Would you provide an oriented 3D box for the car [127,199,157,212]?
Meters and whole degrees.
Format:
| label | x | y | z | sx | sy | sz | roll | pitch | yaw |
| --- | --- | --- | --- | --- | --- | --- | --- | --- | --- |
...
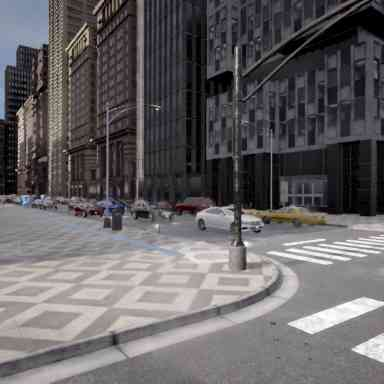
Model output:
| label | x | y | z | sx | sy | sz | roll | pitch | yaw |
| --- | --- | --- | --- | --- | --- | --- | --- | --- | --- |
| car | -6.246 | 1.638 | 41.130 | 1.752 | 1.417 | 4.829 | 0 | 0 | -35 |

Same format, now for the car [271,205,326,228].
| label | x | y | z | sx | sy | sz | roll | pitch | yaw |
| --- | --- | --- | --- | --- | --- | --- | --- | --- | --- |
| car | 6.692 | 1.578 | 22.836 | 1.752 | 1.417 | 4.829 | 0 | 0 | -35 |

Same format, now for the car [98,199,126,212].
| label | x | y | z | sx | sy | sz | roll | pitch | yaw |
| --- | --- | --- | --- | --- | --- | --- | --- | --- | --- |
| car | -10.231 | 1.617 | 42.158 | 1.837 | 1.490 | 4.892 | 0 | 0 | -35 |

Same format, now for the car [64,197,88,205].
| label | x | y | z | sx | sy | sz | roll | pitch | yaw |
| --- | --- | --- | --- | --- | --- | --- | --- | --- | --- |
| car | -14.392 | 1.672 | 42.562 | 1.994 | 1.385 | 4.181 | 0 | 0 | -37 |

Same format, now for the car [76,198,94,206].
| label | x | y | z | sx | sy | sz | roll | pitch | yaw |
| --- | --- | --- | --- | --- | --- | --- | --- | --- | --- |
| car | -19.086 | 1.758 | 59.285 | 1.802 | 1.307 | 4.206 | 0 | 0 | -35 |

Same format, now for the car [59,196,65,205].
| label | x | y | z | sx | sy | sz | roll | pitch | yaw |
| --- | --- | --- | --- | --- | --- | --- | --- | --- | --- |
| car | -23.473 | 1.778 | 60.879 | 1.895 | 1.301 | 4.718 | 0 | 0 | -36 |

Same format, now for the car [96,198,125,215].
| label | x | y | z | sx | sy | sz | roll | pitch | yaw |
| --- | --- | --- | --- | --- | --- | --- | --- | --- | --- |
| car | -8.705 | 1.559 | 34.473 | 1.882 | 1.535 | 5.008 | 0 | 0 | -35 |

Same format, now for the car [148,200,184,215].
| label | x | y | z | sx | sy | sz | roll | pitch | yaw |
| --- | --- | --- | --- | --- | --- | --- | --- | --- | --- |
| car | -2.913 | 1.642 | 36.417 | 1.887 | 1.381 | 4.507 | 0 | 0 | -35 |

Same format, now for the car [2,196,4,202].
| label | x | y | z | sx | sy | sz | roll | pitch | yaw |
| --- | --- | --- | --- | --- | --- | --- | --- | --- | --- |
| car | -42.211 | 1.812 | 77.219 | 1.802 | 1.307 | 4.206 | 0 | 0 | -35 |

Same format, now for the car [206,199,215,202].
| label | x | y | z | sx | sy | sz | roll | pitch | yaw |
| --- | --- | --- | --- | --- | --- | --- | --- | --- | --- |
| car | 3.457 | 1.593 | 27.409 | 1.752 | 1.417 | 4.829 | 0 | 0 | -35 |

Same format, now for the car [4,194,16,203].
| label | x | y | z | sx | sy | sz | roll | pitch | yaw |
| --- | --- | --- | --- | --- | --- | --- | --- | --- | --- |
| car | -38.976 | 1.527 | 72.646 | 2.192 | 1.841 | 5.009 | 0 | 0 | -35 |

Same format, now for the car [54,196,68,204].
| label | x | y | z | sx | sy | sz | roll | pitch | yaw |
| --- | --- | --- | --- | --- | --- | --- | --- | --- | --- |
| car | -28.789 | 1.666 | 73.006 | 1.967 | 1.590 | 4.097 | 0 | 0 | -35 |

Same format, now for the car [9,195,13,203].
| label | x | y | z | sx | sy | sz | roll | pitch | yaw |
| --- | --- | --- | --- | --- | --- | --- | --- | --- | --- |
| car | -35.741 | 1.777 | 68.071 | 1.802 | 1.307 | 4.206 | 0 | 0 | -35 |

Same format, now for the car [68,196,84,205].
| label | x | y | z | sx | sy | sz | roll | pitch | yaw |
| --- | --- | --- | --- | --- | --- | --- | --- | --- | --- |
| car | -22.320 | 1.633 | 63.859 | 1.967 | 1.590 | 4.097 | 0 | 0 | -35 |

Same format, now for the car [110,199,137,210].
| label | x | y | z | sx | sy | sz | roll | pitch | yaw |
| --- | --- | --- | --- | --- | --- | --- | --- | --- | --- |
| car | -9.383 | 1.679 | 45.565 | 2.008 | 1.369 | 4.403 | 0 | 0 | -35 |

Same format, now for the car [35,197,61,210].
| label | x | y | z | sx | sy | sz | roll | pitch | yaw |
| --- | --- | --- | --- | --- | --- | --- | --- | --- | --- |
| car | -19.568 | 1.695 | 45.202 | 1.802 | 1.307 | 4.206 | 0 | 0 | -35 |

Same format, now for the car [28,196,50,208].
| label | x | y | z | sx | sy | sz | roll | pitch | yaw |
| --- | --- | --- | --- | --- | --- | --- | --- | --- | --- |
| car | -22.802 | 1.711 | 49.775 | 1.802 | 1.307 | 4.206 | 0 | 0 | -35 |

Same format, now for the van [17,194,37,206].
| label | x | y | z | sx | sy | sz | roll | pitch | yaw |
| --- | --- | --- | --- | --- | --- | --- | --- | --- | --- |
| van | -29.272 | 1.503 | 58.924 | 1.690 | 1.788 | 3.998 | 0 | 0 | -35 |

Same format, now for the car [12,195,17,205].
| label | x | y | z | sx | sy | sz | roll | pitch | yaw |
| --- | --- | --- | --- | --- | --- | --- | --- | --- | --- |
| car | -32.408 | 1.703 | 63.359 | 1.752 | 1.417 | 4.829 | 0 | 0 | -35 |

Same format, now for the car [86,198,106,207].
| label | x | y | z | sx | sy | sz | roll | pitch | yaw |
| --- | --- | --- | --- | --- | --- | --- | --- | --- | --- |
| car | -15.851 | 1.726 | 54.712 | 1.947 | 1.339 | 4.313 | 0 | 0 | -35 |

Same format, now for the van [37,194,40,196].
| label | x | y | z | sx | sy | sz | roll | pitch | yaw |
| --- | --- | --- | --- | --- | --- | --- | --- | --- | --- |
| van | -38.494 | 1.619 | 86.727 | 1.690 | 1.788 | 3.998 | 0 | 0 | -35 |

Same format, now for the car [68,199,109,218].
| label | x | y | z | sx | sy | sz | roll | pitch | yaw |
| --- | --- | --- | --- | --- | --- | --- | --- | --- | --- |
| car | -9.864 | 1.611 | 31.481 | 1.887 | 1.381 | 4.507 | 0 | 0 | -35 |

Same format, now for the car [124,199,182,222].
| label | x | y | z | sx | sy | sz | roll | pitch | yaw |
| --- | --- | --- | --- | --- | --- | --- | --- | --- | --- |
| car | -3.262 | 1.547 | 26.764 | 2.128 | 1.511 | 4.902 | 0 | 0 | -35 |

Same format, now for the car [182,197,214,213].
| label | x | y | z | sx | sy | sz | roll | pitch | yaw |
| --- | --- | --- | --- | --- | --- | --- | --- | --- | --- |
| car | 0.321 | 1.397 | 31.844 | 2.192 | 1.841 | 5.009 | 0 | 0 | -35 |

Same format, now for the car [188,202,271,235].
| label | x | y | z | sx | sy | sz | roll | pitch | yaw |
| --- | --- | --- | --- | --- | --- | --- | --- | --- | --- |
| car | 2.023 | 1.557 | 19.251 | 1.812 | 1.442 | 4.674 | 0 | 0 | -37 |

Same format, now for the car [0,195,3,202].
| label | x | y | z | sx | sy | sz | roll | pitch | yaw |
| --- | --- | --- | --- | --- | --- | --- | --- | --- | --- |
| car | -45.445 | 1.687 | 81.793 | 1.967 | 1.590 | 4.097 | 0 | 0 | -35 |
